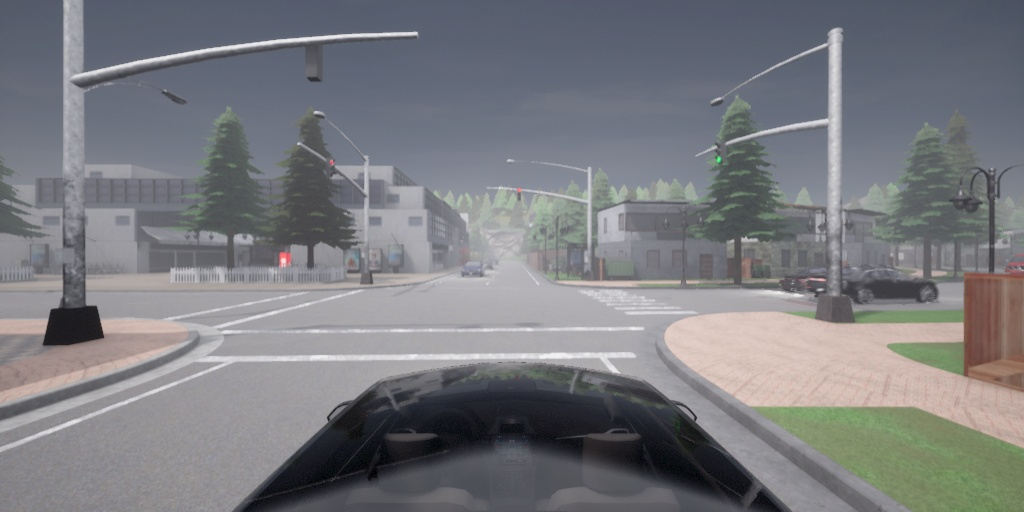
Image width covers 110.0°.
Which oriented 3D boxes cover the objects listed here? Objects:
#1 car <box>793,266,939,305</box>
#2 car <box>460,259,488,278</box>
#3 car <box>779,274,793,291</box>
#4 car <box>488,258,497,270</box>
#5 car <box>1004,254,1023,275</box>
[{"bbox_3d":[15.070,1.197,15.064,4.902,1.511,2.128,0,0,-8],"label":"car"},{"bbox_3d":[-3.517,1.173,33.039,1.812,1.442,4.674,0,1,0],"label":"car"},{"bbox_3d":[16.516,1.238,18.951,4.181,1.385,1.994,0,0,-9],"label":"car"},{"bbox_3d":[-3.472,1.090,47.901,2.128,1.511,4.902,0,0,0],"label":"car"},{"bbox_3d":[39.605,0.870,27.260,5.566,2.045,2.150,0,0,-32],"label":"car"}]
